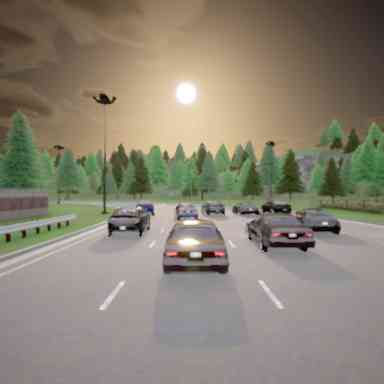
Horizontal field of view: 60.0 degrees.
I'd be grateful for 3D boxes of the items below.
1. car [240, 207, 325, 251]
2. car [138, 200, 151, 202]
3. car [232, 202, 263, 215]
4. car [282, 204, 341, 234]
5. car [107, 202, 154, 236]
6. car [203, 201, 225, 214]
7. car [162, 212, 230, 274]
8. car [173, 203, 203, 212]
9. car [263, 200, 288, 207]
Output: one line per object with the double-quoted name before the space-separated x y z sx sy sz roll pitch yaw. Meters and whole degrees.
"car" 3.596 1.609 14.405 2.033 1.411 5.357 0 0 0
"car" -5.205 1.630 36.066 1.882 1.535 5.008 0 0 -11
"car" 5.568 1.713 35.208 1.994 1.385 4.181 0 0 -9
"car" 7.023 1.648 19.640 1.994 1.385 4.181 0 0 -1
"car" -3.458 1.572 18.886 2.128 1.511 4.902 0 0 -1
"car" 2.126 1.638 34.663 2.128 1.511 4.902 0 0 -9
"car" 0.094 1.593 10.646 2.033 1.411 5.357 0 0 0
"car" -0.592 1.672 29.377 2.033 1.411 5.357 0 0 -6
"car" 9.001 1.630 35.984 1.882 1.535 5.008 0 0 -9
